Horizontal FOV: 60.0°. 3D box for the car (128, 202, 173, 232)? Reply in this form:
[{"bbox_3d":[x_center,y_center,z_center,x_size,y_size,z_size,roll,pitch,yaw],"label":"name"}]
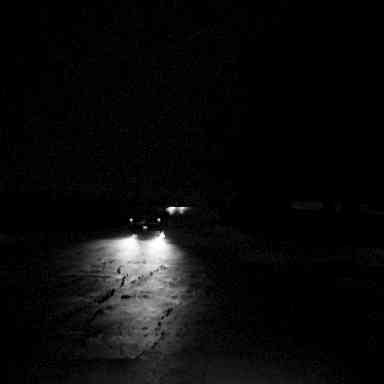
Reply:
[{"bbox_3d":[-2.392,1.508,19.345,1.895,1.301,4.718,0,0,1],"label":"car"}]

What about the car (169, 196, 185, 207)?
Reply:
[{"bbox_3d":[-1.962,1.274,44.544,1.994,1.385,4.181,0,1,1],"label":"car"}]
